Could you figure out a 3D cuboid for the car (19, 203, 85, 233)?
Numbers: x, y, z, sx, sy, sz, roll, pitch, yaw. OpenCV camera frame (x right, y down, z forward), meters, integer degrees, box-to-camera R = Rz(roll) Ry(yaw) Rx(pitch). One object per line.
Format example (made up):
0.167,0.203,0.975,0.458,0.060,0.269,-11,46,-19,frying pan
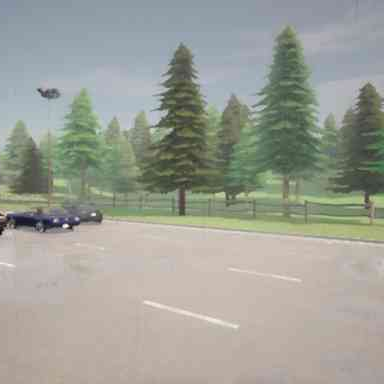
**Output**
-8.358,1.460,18.552,4.718,1.301,1.895,1,0,36,car

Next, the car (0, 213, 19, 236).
-10.776,1.347,15.977,4.902,1.511,2.128,1,0,35,car

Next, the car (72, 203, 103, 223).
-7.975,1.406,22.577,4.181,1.385,1.994,1,0,36,car
